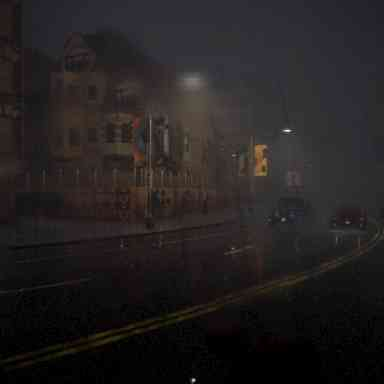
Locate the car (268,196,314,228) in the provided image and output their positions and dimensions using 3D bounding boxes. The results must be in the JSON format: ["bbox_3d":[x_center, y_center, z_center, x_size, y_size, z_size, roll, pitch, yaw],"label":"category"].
[{"bbox_3d":[6.918,1.323,22.742,2.150,2.045,5.566,0,0,29],"label":"car"}]

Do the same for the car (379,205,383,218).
[{"bbox_3d":[16.453,1.569,26.890,1.994,1.385,4.181,0,0,22],"label":"car"}]

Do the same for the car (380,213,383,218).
[{"bbox_3d":[9.162,1.560,13.322,2.033,1.411,5.357,0,0,37],"label":"car"}]

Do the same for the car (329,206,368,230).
[{"bbox_3d":[10.005,1.597,21.093,1.994,1.385,4.181,0,0,29],"label":"car"}]
